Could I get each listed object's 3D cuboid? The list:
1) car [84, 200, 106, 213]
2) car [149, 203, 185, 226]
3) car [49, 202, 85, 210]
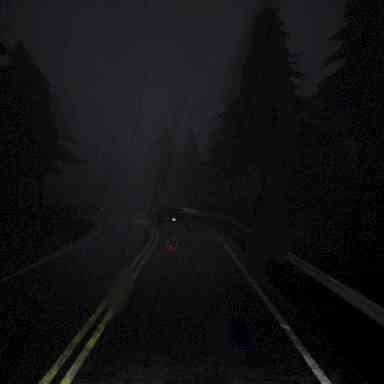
[{"bbox_3d":[-11.999,1.765,38.924,4.892,1.490,1.837,-2,2,42],"label":"car"},{"bbox_3d":[-1.806,1.524,23.578,1.837,1.490,4.892,-1,0,-15],"label":"car"},{"bbox_3d":[-14.568,1.979,36.862,4.902,1.511,2.128,-3,2,39],"label":"car"}]
